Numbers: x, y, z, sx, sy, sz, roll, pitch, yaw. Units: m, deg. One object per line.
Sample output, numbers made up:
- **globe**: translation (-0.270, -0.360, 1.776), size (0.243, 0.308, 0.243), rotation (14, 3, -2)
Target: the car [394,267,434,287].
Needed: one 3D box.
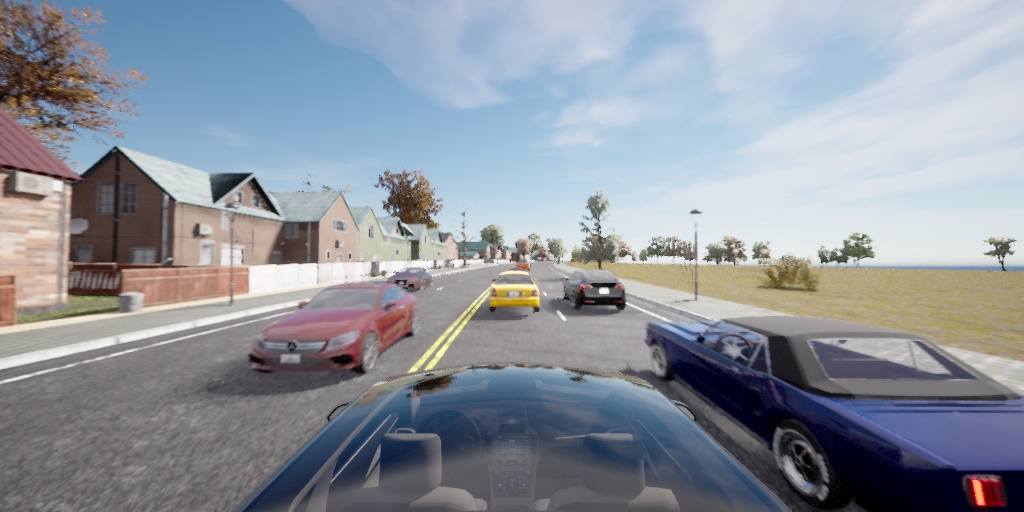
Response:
- **car**: translation (-6.326, 1.406, 22.627), size (1.994, 1.385, 4.181), rotation (0, 0, 1)

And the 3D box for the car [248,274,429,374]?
- **car**: translation (-3.313, 1.300, 7.722), size (1.812, 1.442, 4.674), rotation (0, 0, 0)

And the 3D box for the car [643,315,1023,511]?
- **car**: translation (3.251, 1.365, 4.293), size (1.895, 1.301, 4.718), rotation (0, 0, 0)

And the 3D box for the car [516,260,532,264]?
- **car**: translation (1.615, 1.348, 53.372), size (2.097, 1.767, 4.553), rotation (0, 0, 3)

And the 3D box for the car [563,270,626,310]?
- **car**: translation (3.356, 1.316, 15.238), size (2.163, 1.488, 4.792), rotation (0, 0, 1)

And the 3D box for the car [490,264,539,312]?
- **car**: translation (0.120, 1.263, 14.557), size (1.801, 1.575, 5.366), rotation (0, 0, 1)
